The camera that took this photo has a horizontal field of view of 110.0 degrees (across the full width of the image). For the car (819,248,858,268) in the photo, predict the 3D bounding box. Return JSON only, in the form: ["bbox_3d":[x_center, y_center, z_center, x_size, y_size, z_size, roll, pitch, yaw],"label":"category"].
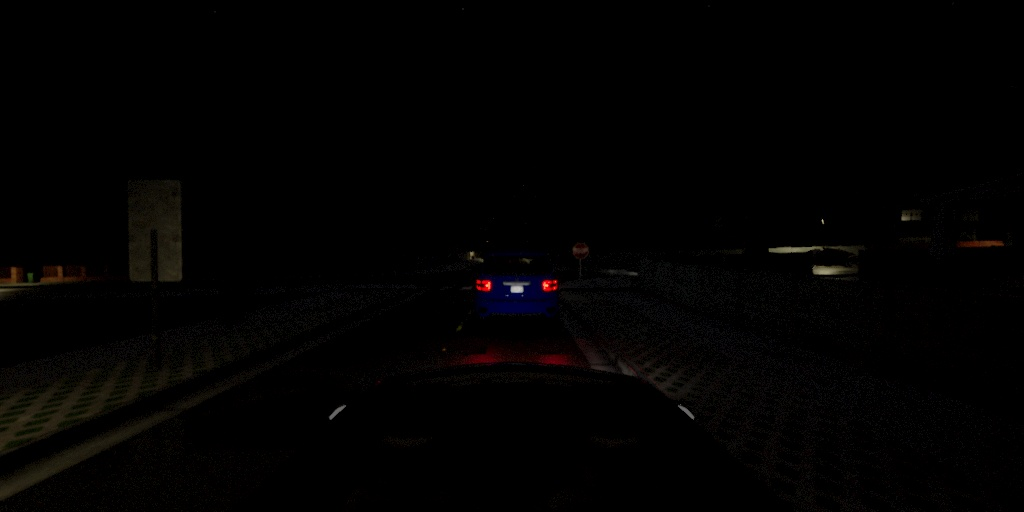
[{"bbox_3d":[22.876,0.154,26.634,4.674,1.442,1.812,-2,1,0],"label":"car"}]

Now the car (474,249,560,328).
[{"bbox_3d":[0.121,0.814,10.926,2.150,2.045,5.566,0,1,0],"label":"car"}]

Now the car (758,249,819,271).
[{"bbox_3d":[17.148,0.410,23.669,4.181,1.385,1.994,-2,1,0],"label":"car"}]

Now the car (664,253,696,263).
[{"bbox_3d":[12.234,0.469,26.609,5.357,1.411,2.033,-2,1,0],"label":"car"}]
